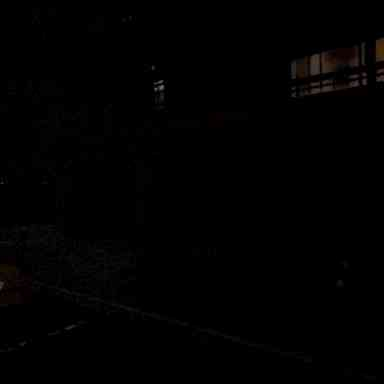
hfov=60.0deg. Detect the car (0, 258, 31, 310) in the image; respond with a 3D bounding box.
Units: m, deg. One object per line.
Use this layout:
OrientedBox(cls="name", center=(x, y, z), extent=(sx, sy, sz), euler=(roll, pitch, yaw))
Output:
OrientedBox(cls="car", center=(-5.171, 1.548, 6.748), extent=(4.829, 1.417, 1.752), euler=(0, -1, 36))
